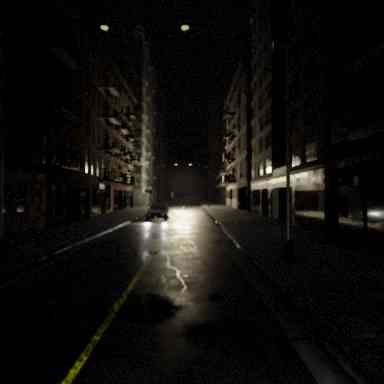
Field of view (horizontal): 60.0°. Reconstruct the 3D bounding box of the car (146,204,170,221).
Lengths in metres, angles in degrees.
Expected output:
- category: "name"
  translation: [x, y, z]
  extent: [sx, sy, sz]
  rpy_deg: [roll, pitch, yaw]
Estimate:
- category: "car"
  translation: [-3.029, 1.817, 30.097]
  extent: [1.812, 1.442, 4.674]
  rpy_deg: [0, -1, 0]
